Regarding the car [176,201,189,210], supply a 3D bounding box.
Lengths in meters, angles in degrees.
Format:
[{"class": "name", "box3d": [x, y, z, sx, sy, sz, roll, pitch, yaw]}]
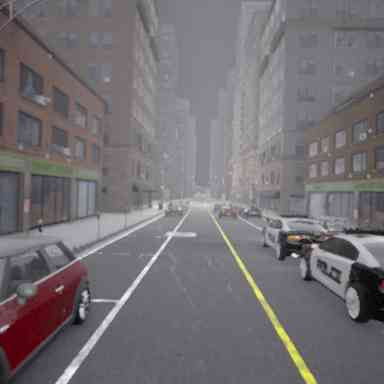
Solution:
[{"class": "car", "box3d": [-1.520, 2.164, 53.736, 1.887, 1.381, 4.507, 1, -1, 1]}]

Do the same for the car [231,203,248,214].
[{"class": "car", "box3d": [6.859, 2.350, 48.013, 1.887, 1.381, 4.507, 1, -1, 1]}]

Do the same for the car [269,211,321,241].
[{"class": "car", "box3d": [6.159, 1.985, 20.498, 1.887, 1.381, 4.507, 1, -1, 1]}]

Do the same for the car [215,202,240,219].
[{"class": "car", "box3d": [3.840, 2.090, 36.279, 1.812, 1.442, 4.674, 2, -1, 2]}]

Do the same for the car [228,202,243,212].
[{"class": "car", "box3d": [6.998, 2.424, 53.516, 1.887, 1.381, 4.507, 1, -1, 1]}]

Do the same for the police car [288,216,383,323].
[{"class": "police car", "box3d": [3.982, 1.642, 7.744, 1.930, 1.638, 5.238, 2, -1, 2]}]

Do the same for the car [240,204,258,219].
[{"class": "car", "box3d": [6.578, 2.224, 37.007, 1.947, 1.339, 4.313, 1, -1, 1]}]

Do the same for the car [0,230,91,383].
[{"class": "car", "box3d": [-2.777, 1.406, 4.211, 1.967, 1.590, 4.097, 1, -1, 1]}]

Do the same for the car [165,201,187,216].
[{"class": "car", "box3d": [-1.938, 1.838, 37.228, 1.967, 1.590, 4.097, 1, -1, 1]}]

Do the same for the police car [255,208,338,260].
[{"class": "police car", "box3d": [4.139, 1.720, 13.742, 1.930, 1.638, 5.238, 2, -1, 1]}]

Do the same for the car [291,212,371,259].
[{"class": "car", "box3d": [6.020, 1.808, 14.997, 1.967, 1.590, 4.097, 1, -1, 1]}]

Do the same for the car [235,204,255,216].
[{"class": "car", "box3d": [6.719, 2.276, 42.509, 1.887, 1.381, 4.507, 1, -1, 1]}]

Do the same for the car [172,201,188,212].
[{"class": "car", "box3d": [-1.660, 2.096, 48.233, 2.008, 1.369, 4.403, 1, -1, 1]}]
